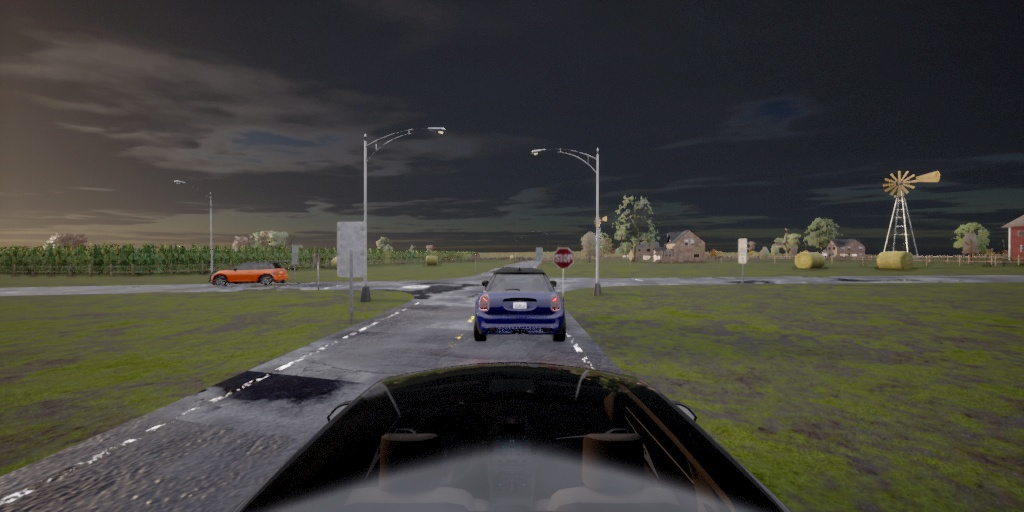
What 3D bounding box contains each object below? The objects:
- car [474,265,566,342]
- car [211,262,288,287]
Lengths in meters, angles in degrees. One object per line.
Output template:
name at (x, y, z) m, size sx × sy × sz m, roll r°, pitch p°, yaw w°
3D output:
car at (0.196, 1.100, 9.959) m, size 2.097 × 1.767 × 4.553 m, roll 0°, pitch 0°, yaw 1°
car at (-19.242, 1.256, 26.387) m, size 4.553 × 1.767 × 2.097 m, roll 0°, pitch 0°, yaw -5°
